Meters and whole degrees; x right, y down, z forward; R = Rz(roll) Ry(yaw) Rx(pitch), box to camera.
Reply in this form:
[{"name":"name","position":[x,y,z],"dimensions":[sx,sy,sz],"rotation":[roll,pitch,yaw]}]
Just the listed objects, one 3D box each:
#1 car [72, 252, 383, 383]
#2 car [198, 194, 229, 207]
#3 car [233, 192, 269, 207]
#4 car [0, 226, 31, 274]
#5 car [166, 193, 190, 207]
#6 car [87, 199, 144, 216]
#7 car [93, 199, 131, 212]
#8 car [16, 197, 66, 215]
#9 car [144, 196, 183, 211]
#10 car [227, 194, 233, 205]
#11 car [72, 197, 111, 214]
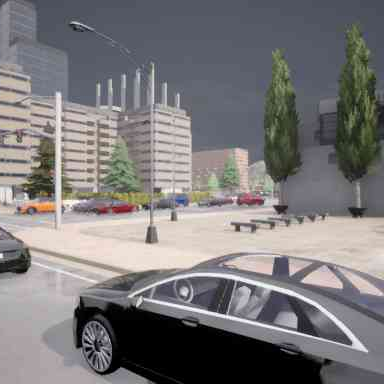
[{"name":"car","position":[0.548,1.492,3.888],"dimensions":[4.902,1.511,2.128],"rotation":[0,0,38]},{"name":"car","position":[2.844,1.492,49.772],"dimensions":[2.128,1.511,4.902],"rotation":[0,0,41]},{"name":"car","position":[9.113,1.221,51.371],"dimensions":[2.150,2.045,5.566],"rotation":[0,0,41]},{"name":"car","position":[-6.354,1.564,9.511],"dimensions":[4.181,1.385,1.994],"rotation":[0,0,40]},{"name":"car","position":[-2.691,1.220,48.746],"dimensions":[2.150,2.045,5.566],"rotation":[0,0,41]},{"name":"car","position":[-7.362,1.601,32.333],"dimensions":[1.895,1.301,4.718],"rotation":[0,0,41]},{"name":"car","position":[-9.743,1.564,40.618],"dimensions":[1.994,1.385,4.181],"rotation":[0,0,41]},{"name":"car","position":[-15.447,1.352,34.148],"dimensions":[2.097,1.767,4.553],"rotation":[0,0,42]},{"name":"car","position":[-3.975,1.547,41.931],"dimensions":[2.033,1.411,5.357],"rotation":[0,0,41]},{"name":"car","position":[5.348,1.527,57.946],"dimensions":[1.812,1.442,4.674],"rotation":[0,1,41]},{"name":"car","position":[-10.185,1.352,34.775],"dimensions":[2.097,1.767,4.553],"rotation":[0,0,41]}]
